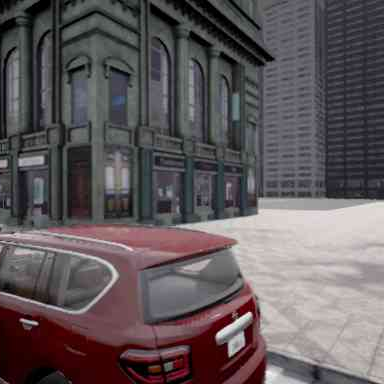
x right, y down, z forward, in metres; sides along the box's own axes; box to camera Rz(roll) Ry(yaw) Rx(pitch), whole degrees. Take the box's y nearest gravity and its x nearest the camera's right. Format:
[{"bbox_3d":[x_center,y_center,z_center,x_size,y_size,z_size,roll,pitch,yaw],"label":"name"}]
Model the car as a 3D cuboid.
[{"bbox_3d":[-1.584,1.319,4.097,5.009,1.841,2.192,0,0,35],"label":"car"}]
